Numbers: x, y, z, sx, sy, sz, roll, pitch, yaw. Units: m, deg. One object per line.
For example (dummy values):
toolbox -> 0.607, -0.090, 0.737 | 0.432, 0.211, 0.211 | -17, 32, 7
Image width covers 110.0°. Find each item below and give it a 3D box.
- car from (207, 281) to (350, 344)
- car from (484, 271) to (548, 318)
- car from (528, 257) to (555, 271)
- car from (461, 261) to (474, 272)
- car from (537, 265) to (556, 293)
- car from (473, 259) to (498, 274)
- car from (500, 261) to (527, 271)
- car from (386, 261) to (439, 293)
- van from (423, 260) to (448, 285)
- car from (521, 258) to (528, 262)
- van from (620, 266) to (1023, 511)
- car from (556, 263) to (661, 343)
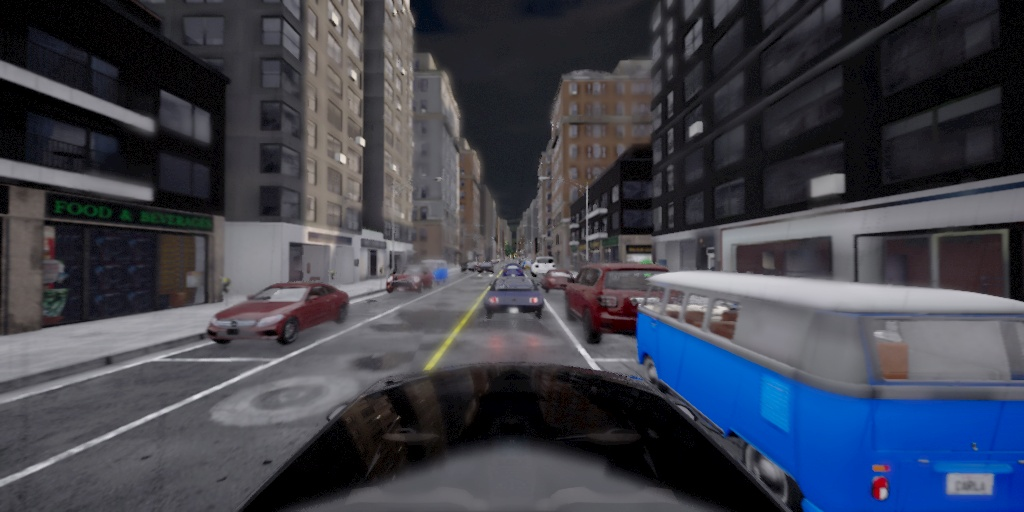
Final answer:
car -> -5.857, 1.362, 9.620 | 1.802, 1.307, 4.207 | 0, 0, 0
car -> 0.082, 1.394, 13.165 | 1.895, 1.301, 4.718 | 0, 0, 0
car -> 3.107, 1.108, 35.777 | 2.150, 2.045, 5.566 | 0, 0, 0
car -> -5.857, 1.498, 49.330 | 1.948, 1.339, 4.313 | 0, 0, 0
car -> 2.669, 1.404, 20.959 | 1.802, 1.307, 4.207 | 0, 0, 0
car -> -3.096, 1.457, 43.491 | 2.033, 1.411, 5.357 | 0, 0, 0
car -> 0.089, 1.387, 30.967 | 1.812, 1.442, 4.674 | 0, 0, 0
car -> -5.857, 1.263, 20.965 | 1.967, 1.591, 4.097 | 0, 0, 0
van -> -5.857, 1.186, 26.638 | 1.690, 1.789, 3.998 | 0, 0, 0
car -> 2.670, 1.478, 55.169 | 1.751, 1.417, 4.829 | 0, 0, 0
van -> 2.669, 1.099, 3.940 | 1.690, 1.789, 3.998 | 0, 0, 0
car -> 2.669, 1.094, 9.613 | 2.192, 1.841, 5.009 | 0, 0, 0
